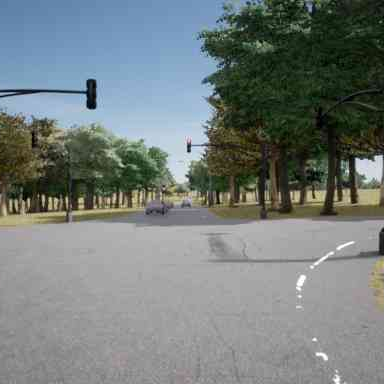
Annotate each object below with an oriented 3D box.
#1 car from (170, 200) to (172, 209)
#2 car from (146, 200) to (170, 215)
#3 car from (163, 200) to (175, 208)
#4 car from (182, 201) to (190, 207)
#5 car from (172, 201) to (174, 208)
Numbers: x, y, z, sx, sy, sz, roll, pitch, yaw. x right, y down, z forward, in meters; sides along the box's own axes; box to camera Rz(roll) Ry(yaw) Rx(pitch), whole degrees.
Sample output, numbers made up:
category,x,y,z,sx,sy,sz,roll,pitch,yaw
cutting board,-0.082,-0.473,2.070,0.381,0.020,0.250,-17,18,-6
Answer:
category,x,y,z,sx,sy,sz,roll,pitch,yaw
car,-4.336,2.143,48.410,1.895,1.301,4.718,0,-1,-1
car,-4.172,1.738,39.408,2.097,1.767,4.553,0,-1,0
car,-4.707,2.455,68.225,2.128,1.511,4.902,0,-2,-1
car,-1.396,2.786,77.288,1.994,1.385,4.181,0,-2,-1
car,-4.554,2.272,58.215,2.033,1.411,5.357,0,-1,-1
